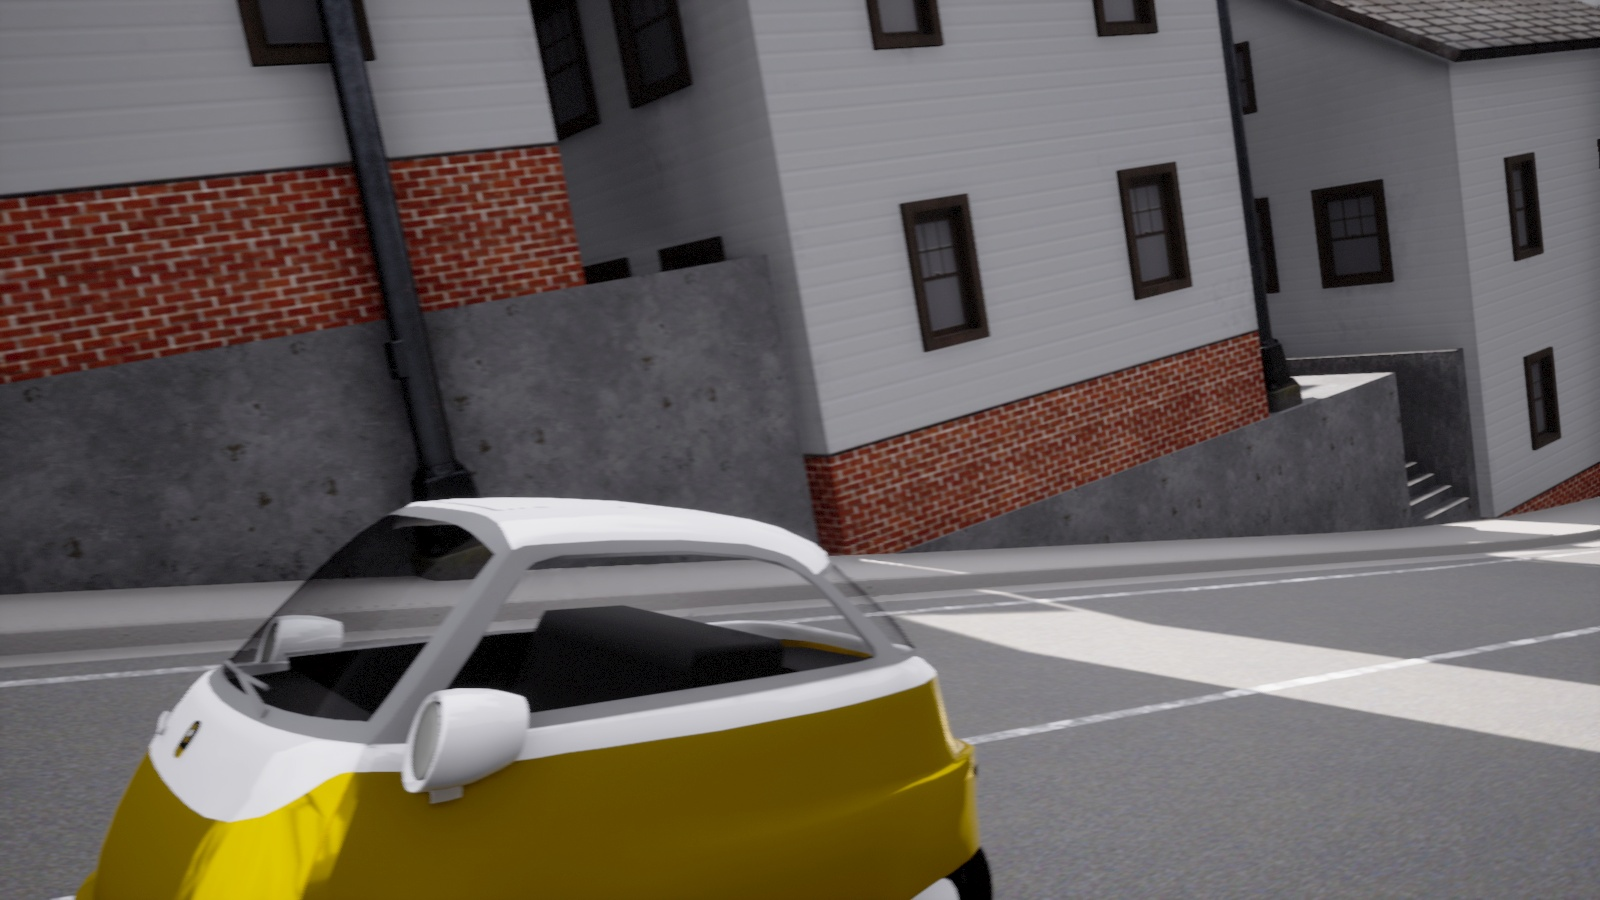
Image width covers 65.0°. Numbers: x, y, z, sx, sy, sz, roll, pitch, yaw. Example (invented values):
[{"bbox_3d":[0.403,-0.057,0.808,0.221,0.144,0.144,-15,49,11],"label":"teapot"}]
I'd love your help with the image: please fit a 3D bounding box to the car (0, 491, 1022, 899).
[{"bbox_3d":[-0.776,0.821,3.110,2.207,1.376,1.481,0,0,-35],"label":"car"}]
